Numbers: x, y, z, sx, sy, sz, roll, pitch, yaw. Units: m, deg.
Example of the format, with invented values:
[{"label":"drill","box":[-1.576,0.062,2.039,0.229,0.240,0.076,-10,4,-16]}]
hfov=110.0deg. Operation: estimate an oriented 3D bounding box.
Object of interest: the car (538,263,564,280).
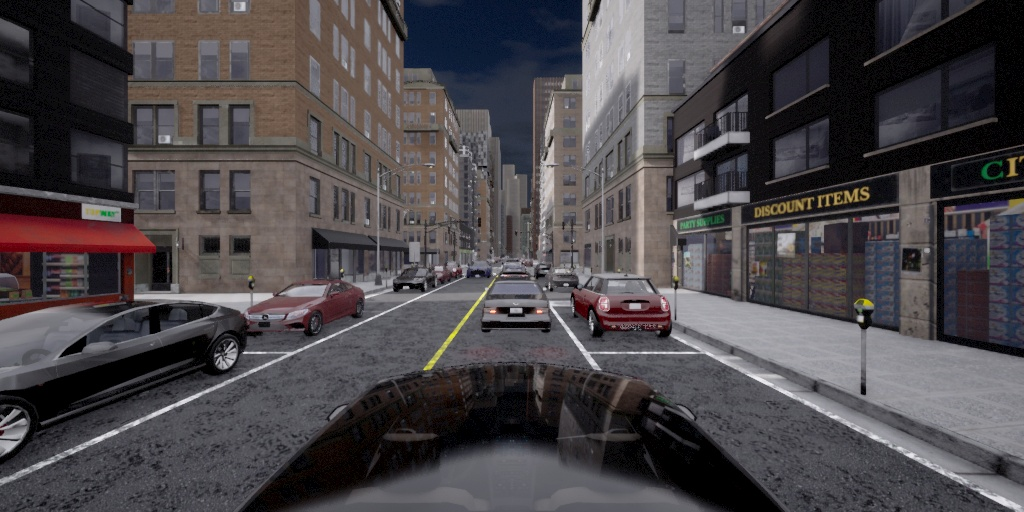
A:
[{"label":"car","box":[2.890,1.301,21.275,2.007,1.370,4.403,0,0,0]}]

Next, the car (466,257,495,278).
[{"label":"car","box":[-2.945,1.125,33.093,2.097,1.767,4.553,0,0,0]}]

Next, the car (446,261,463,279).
[{"label":"car","box":[-5.615,1.193,32.293,1.967,1.591,4.097,0,0,0]}]

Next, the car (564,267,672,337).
[{"label":"car","box":[2.870,1.190,10.272,1.967,1.591,4.097,0,0,0]}]

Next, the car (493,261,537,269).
[{"label":"car","box":[0.132,1.242,21.266,2.128,1.511,4.902,0,0,0]}]

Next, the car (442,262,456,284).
[{"label":"car","box":[-5.625,1.334,26.792,1.802,1.307,4.207,0,0,0]}]

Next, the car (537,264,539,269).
[{"label":"car","box":[2.911,1.319,32.277,1.948,1.339,4.313,0,0,0]}]

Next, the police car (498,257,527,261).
[{"label":"police car","box":[0.051,1.178,31.286,1.930,1.638,5.238,0,0,0]}]

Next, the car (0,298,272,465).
[{"label":"car","box":[-5.666,1.315,4.787,1.948,1.339,4.313,0,0,0]}]

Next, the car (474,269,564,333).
[{"label":"car","box":[0.111,1.297,10.743,2.033,1.411,5.357,0,0,0]}]

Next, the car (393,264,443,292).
[{"label":"car","box":[-5.635,1.316,21.291,1.948,1.339,4.313,0,0,0]}]

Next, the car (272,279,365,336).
[{"label":"car","box":[-5.656,1.332,10.288,1.802,1.307,4.207,0,0,0]}]
